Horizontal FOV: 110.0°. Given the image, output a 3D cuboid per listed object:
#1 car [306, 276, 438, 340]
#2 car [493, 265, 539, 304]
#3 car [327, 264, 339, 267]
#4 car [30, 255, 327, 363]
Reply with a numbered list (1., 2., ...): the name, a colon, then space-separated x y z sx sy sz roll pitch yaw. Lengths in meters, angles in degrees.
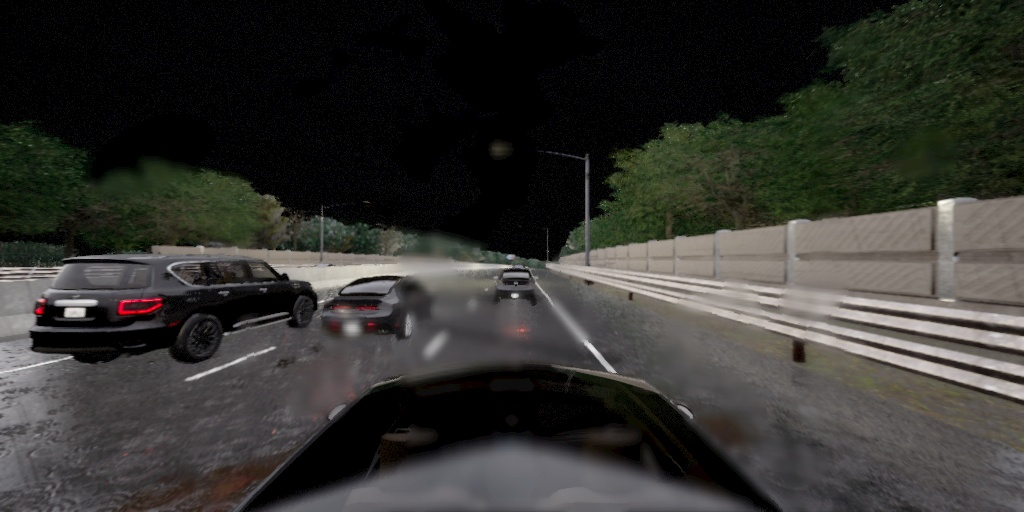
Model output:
1. car: -3.381 1.294 10.052 1.837 1.490 4.892 0 0 0
2. car: 0.188 1.348 16.851 1.837 1.490 4.892 0 0 1
3. car: -23.765 1.688 45.844 1.812 1.442 4.674 0 -1 3
4. car: -6.905 0.995 8.363 2.150 2.045 5.566 0 0 0
